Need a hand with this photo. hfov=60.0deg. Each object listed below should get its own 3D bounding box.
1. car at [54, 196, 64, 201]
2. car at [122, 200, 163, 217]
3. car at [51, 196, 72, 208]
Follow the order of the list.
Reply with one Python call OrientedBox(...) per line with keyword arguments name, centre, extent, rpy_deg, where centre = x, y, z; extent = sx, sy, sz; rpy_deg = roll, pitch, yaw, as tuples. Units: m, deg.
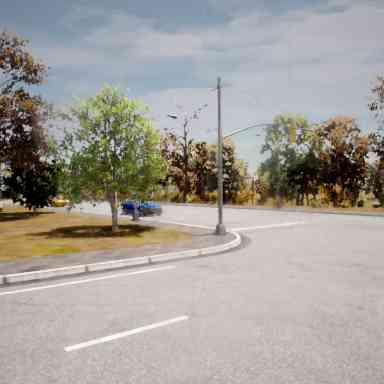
OrientedBox(name="car", centre=(-35.470, 1.717, 88.618), extent=(1.895, 1.301, 4.718), rpy_deg=(-1, 0, -28))
OrientedBox(name="car", centre=(-4.500, 1.355, 29.955), extent=(1.882, 1.535, 5.008), rpy_deg=(-1, 1, -38))
OrientedBox(name="car", centre=(-18.773, 1.438, 47.809), extent=(1.882, 1.535, 5.008), rpy_deg=(-1, 0, -38))
